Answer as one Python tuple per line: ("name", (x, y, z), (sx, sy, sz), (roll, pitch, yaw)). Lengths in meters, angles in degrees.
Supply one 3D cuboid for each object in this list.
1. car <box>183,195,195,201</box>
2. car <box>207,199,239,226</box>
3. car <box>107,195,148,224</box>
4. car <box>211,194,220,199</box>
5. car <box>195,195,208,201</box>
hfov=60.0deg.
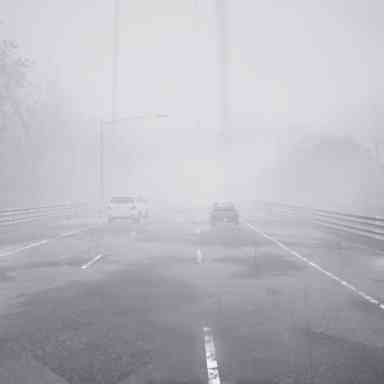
("car", (-1.132, 1.621, 85.775), (2.033, 1.411, 5.357), (0, 0, 6))
("car", (2.172, 1.500, 23.489), (2.128, 1.511, 4.902), (0, 0, 1))
("car", (-4.799, 1.233, 25.384), (2.150, 2.045, 5.566), (0, 0, 1))
("car", (5.953, 1.437, 86.310), (2.097, 1.767, 4.553), (0, 0, 6))
("car", (2.397, 1.676, 85.897), (1.895, 1.301, 4.718), (0, 0, 6))
